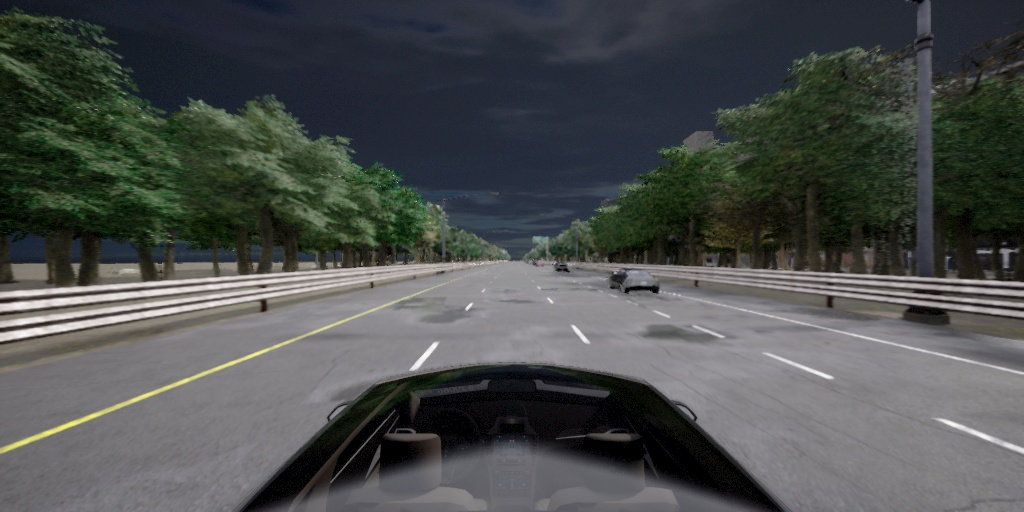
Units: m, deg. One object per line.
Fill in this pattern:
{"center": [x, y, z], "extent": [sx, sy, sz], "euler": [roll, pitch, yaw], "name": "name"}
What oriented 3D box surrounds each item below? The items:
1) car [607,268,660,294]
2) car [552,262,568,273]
{"center": [7.027, 1.410, 21.120], "extent": [1.994, 1.385, 4.181], "euler": [0, 0, 0], "name": "car"}
{"center": [7.155, 1.677, 52.940], "extent": [1.837, 1.490, 4.892], "euler": [0, -1, 0], "name": "car"}
